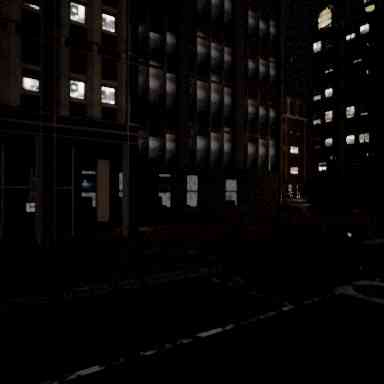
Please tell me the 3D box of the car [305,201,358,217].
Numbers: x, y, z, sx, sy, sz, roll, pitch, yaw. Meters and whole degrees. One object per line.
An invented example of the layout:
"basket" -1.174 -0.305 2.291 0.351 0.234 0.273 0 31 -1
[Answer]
"car" 12.860 1.521 30.204 1.802 1.307 4.206 0 0 -36

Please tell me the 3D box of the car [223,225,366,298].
"car" 2.782 1.564 8.542 4.313 1.339 1.947 0 0 -36

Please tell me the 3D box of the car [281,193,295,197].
"car" 10.529 1.157 37.898 2.150 2.045 5.566 0 0 -36

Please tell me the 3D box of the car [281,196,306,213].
"car" 9.659 1.454 34.667 1.752 1.417 4.829 0 0 -36
